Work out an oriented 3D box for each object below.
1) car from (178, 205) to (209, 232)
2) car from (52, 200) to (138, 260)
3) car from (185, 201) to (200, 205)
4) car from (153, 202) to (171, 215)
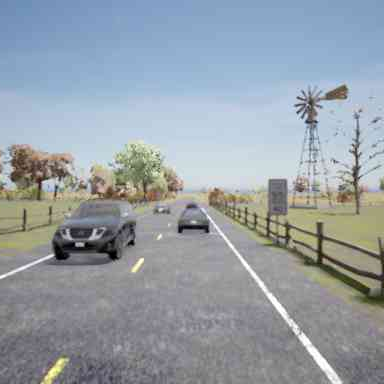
[{"bbox_3d":[0.099,1.796,21.918,1.994,1.385,4.181,0,-1,0],"label":"car"},{"bbox_3d":[-3.599,1.365,13.422,2.150,2.045,5.566,0,-1,0],"label":"car"},{"bbox_3d":[0.021,2.004,47.195,1.837,1.490,4.892,0,0,0],"label":"car"},{"bbox_3d":[-3.571,1.920,40.494,2.128,1.511,4.902,0,-1,0],"label":"car"}]
